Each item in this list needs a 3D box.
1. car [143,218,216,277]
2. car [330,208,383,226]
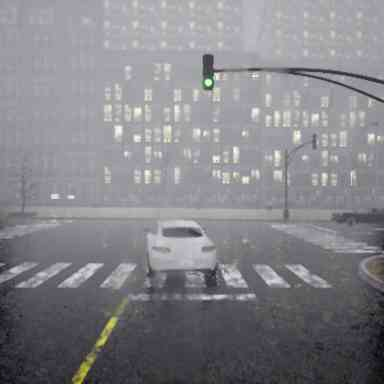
[{"bbox_3d":[-0.496,1.543,10.281,1.812,1.442,4.674,1,0,-9],"label":"car"},{"bbox_3d":[12.875,1.831,24.666,4.718,1.301,1.895,1,0,-1],"label":"car"}]
